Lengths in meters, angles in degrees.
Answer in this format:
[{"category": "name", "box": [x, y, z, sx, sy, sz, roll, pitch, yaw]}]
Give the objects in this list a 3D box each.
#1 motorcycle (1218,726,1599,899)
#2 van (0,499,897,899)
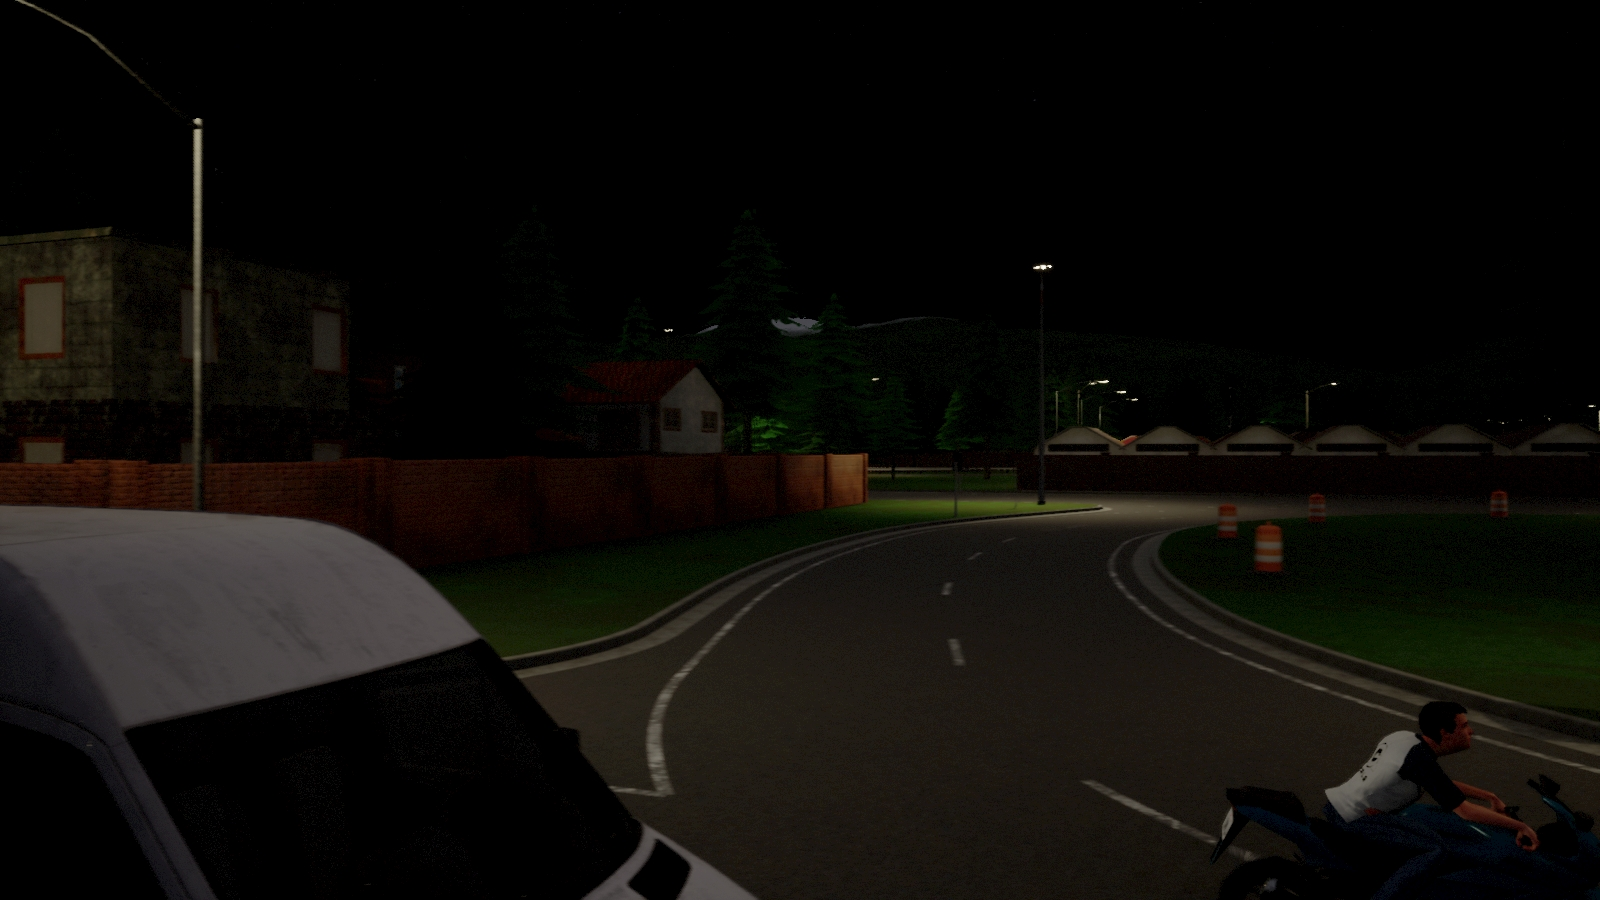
[{"category": "motorcycle", "box": [3.223, 2.186, 5.850, 2.033, 1.199, 0.803, 0, 0, 20]}, {"category": "van", "box": [-2.763, 1.534, 4.309, 5.915, 2.561, 1.988, 0, 0, 20]}]
